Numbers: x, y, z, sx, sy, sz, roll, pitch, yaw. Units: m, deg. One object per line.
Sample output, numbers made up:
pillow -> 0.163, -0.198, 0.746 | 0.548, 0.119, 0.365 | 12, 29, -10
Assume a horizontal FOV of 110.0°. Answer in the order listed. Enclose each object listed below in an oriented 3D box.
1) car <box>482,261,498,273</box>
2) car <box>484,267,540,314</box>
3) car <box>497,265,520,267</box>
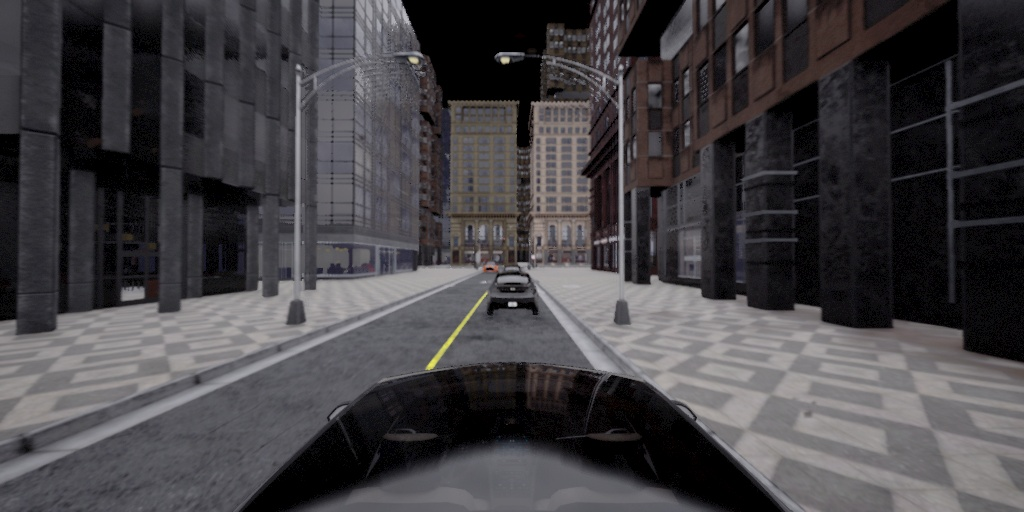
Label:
car -> -3.099, 1.573, 52.056 | 2.097, 1.767, 4.553 | 0, -1, 0
car -> 0.042, 1.366, 14.290 | 1.837, 1.490, 4.892 | 0, 0, 1
car -> 0.037, 1.505, 29.273 | 1.837, 1.490, 4.892 | 0, 0, 1
